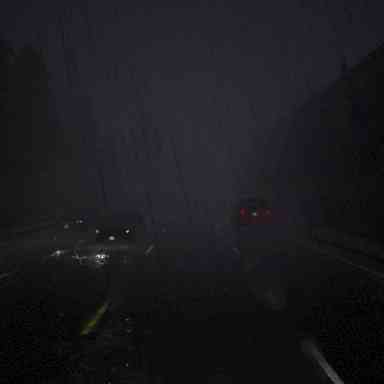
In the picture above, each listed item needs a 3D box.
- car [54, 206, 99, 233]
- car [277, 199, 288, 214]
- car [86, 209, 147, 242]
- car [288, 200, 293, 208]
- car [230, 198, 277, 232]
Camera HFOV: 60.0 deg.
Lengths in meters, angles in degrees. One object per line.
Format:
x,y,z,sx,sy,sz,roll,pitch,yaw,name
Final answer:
-6.815,1.667,20.783,2.128,1.511,4.902,0,0,3,car
8.805,1.667,37.373,2.097,1.767,4.553,0,-1,32,car
-3.543,1.695,17.421,2.033,1.411,5.357,0,-1,1,car
14.756,1.964,56.095,4.902,1.511,2.128,0,-1,-26,car
3.807,1.407,21.958,2.150,2.045,5.566,0,0,3,car
